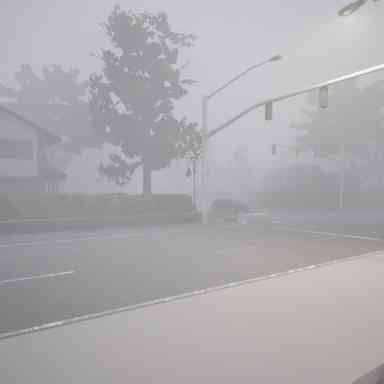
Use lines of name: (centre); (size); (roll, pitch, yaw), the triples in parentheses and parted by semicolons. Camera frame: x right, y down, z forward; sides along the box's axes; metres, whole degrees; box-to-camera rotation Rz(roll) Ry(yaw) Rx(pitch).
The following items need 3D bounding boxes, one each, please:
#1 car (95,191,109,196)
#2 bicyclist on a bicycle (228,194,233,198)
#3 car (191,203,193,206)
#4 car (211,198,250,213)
car: (-20.443, 0.853, 75.209); (2.150, 2.045, 5.566); (0, 0, -36)
bicyclist on a bicycle: (5.860, 1.173, 51.028); (1.656, 1.620, 0.582); (0, 0, -36)
car: (-1.823, 1.240, 43.779); (2.097, 1.767, 4.553); (0, 0, -36)
car: (4.081, 1.414, 35.739); (1.837, 1.490, 4.892); (0, 0, -36)
